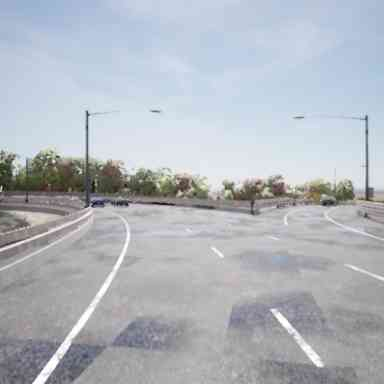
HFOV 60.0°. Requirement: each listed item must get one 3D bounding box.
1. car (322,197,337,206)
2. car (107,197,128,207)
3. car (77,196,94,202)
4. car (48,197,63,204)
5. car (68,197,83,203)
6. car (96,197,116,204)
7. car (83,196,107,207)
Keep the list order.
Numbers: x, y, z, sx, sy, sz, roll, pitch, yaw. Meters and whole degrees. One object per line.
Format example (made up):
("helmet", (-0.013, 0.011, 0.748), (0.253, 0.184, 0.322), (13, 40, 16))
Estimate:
("car", (22.685, 1.583, 54.715), (1.837, 1.490, 4.892), (-1, -1, 30))
("car", (-12.271, 1.668, 55.992), (1.837, 1.490, 4.892), (0, -1, -31))
("car", (-25.066, 1.706, 78.316), (4.718, 1.301, 1.895), (0, 0, 44))
("car", (-29.930, 1.801, 73.275), (4.892, 1.490, 1.837), (0, 0, 44))
("car", (-26.732, 1.809, 75.002), (1.812, 1.442, 4.674), (0, 0, -44))
("car", (-18.352, 1.743, 70.717), (2.128, 1.511, 4.902), (0, 0, -41))
("car", (-16.240, 1.667, 55.742), (1.882, 1.535, 5.008), (0, -1, -32))
